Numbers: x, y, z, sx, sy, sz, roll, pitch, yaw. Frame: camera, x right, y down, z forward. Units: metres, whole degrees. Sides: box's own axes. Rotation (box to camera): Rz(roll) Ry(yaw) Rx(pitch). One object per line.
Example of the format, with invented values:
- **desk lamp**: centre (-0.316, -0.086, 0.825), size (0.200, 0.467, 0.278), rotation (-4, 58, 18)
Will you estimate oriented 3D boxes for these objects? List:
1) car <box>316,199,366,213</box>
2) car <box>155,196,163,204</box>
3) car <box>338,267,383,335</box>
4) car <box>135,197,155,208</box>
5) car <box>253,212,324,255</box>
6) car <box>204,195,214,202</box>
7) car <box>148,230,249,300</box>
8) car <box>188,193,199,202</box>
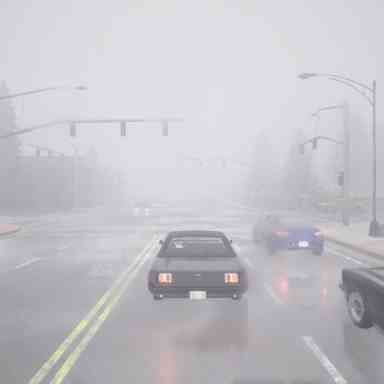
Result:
- **car**: centre (16.084, 1.478, 36.090), size (5.008, 1.535, 1.882), rotation (0, 0, 0)
- **car**: centre (-6.751, 1.564, 65.282), size (1.994, 1.385, 4.181), rotation (0, 0, 1)
- **car**: centre (3.614, 1.601, 4.008), size (1.895, 1.301, 4.718), rotation (0, 0, 0)
- **car**: centre (-6.887, 1.526, 47.407), size (1.812, 1.442, 4.674), rotation (0, 0, 0)
- **car**: centre (3.638, 1.526, 13.111), size (1.812, 1.442, 4.674), rotation (0, 0, 0)
- **car**: centre (3.840, 1.355, 74.996), size (2.097, 1.767, 4.553), rotation (0, 0, 0)
- **car**: centre (0.100, 1.601, 8.320), size (1.895, 1.301, 4.718), rotation (0, 0, 0)
- **car**: centre (0.336, 1.225, 74.891), size (2.150, 2.045, 5.566), rotation (0, 0, 0)
